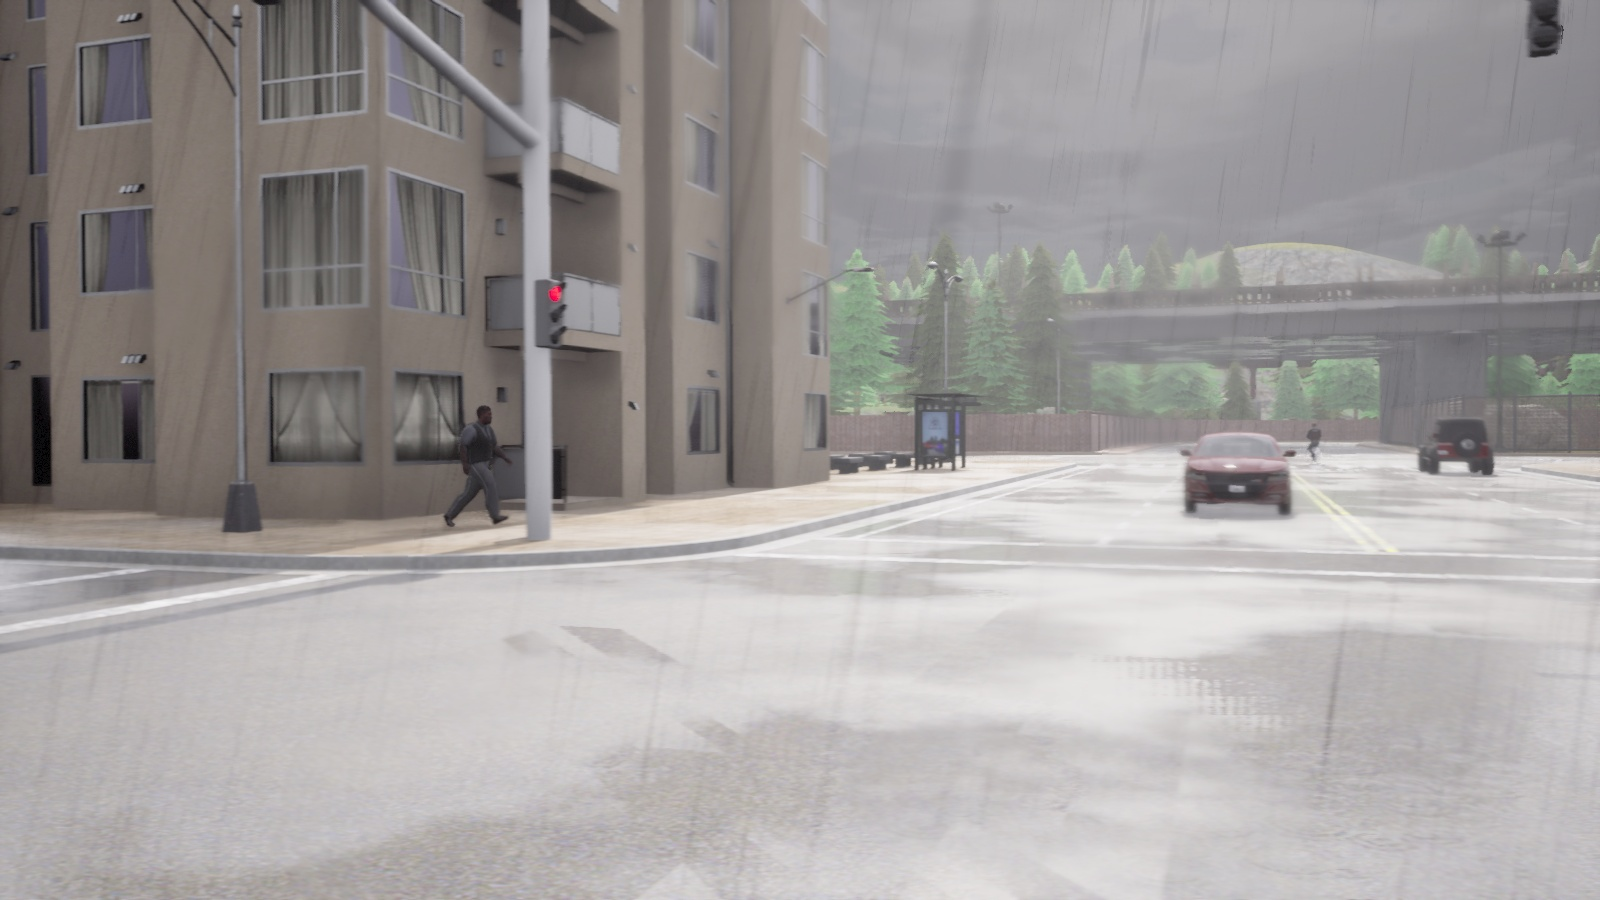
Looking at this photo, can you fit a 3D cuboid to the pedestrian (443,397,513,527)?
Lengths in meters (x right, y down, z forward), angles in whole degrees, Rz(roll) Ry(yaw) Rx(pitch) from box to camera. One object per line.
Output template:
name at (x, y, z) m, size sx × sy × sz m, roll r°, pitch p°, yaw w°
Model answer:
pedestrian at (-4.749, 0.171, 18.526) m, size 0.849 × 1.883 × 0.563 m, roll 0°, pitch 1°, yaw 9°

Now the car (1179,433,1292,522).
car at (8.525, 0.442, 24.610) m, size 1.882 × 1.535 × 5.008 m, roll 1°, pitch 1°, yaw 19°

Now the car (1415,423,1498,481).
car at (22.183, 0.024, 42.558) m, size 1.905 × 1.878 × 3.866 m, roll 1°, pitch 1°, yaw 19°
